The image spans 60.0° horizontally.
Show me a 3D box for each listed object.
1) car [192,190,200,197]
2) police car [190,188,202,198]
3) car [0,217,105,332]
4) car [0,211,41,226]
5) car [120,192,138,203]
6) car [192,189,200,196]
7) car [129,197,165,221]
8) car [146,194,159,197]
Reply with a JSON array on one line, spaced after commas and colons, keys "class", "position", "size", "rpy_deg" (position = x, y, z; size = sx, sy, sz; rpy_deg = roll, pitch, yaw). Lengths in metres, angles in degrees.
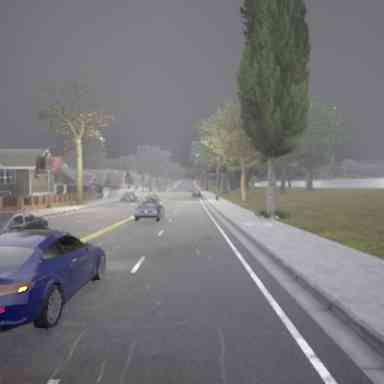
[{"class": "car", "position": [0.965, 0.215, 78.114], "size": [1.837, 1.490, 4.892], "rpy_deg": [0, 2, 0]}, {"class": "police car", "position": [0.966, 0.427, 68.225], "size": [1.930, 1.638, 5.238], "rpy_deg": [0, 2, 0]}, {"class": "car", "position": [-3.150, 1.494, 6.734], "size": [1.812, 1.442, 4.674], "rpy_deg": [0, 0, 0]}, {"class": "car", "position": [-6.600, 1.432, 11.383], "size": [2.128, 1.511, 4.902], "rpy_deg": [0, 0, 0]}, {"class": "car", "position": [-9.823, 0.796, 52.057], "size": [2.097, 1.767, 4.553], "rpy_deg": [0, 1, 0]}, {"class": "car", "position": [0.964, 0.051, 84.113], "size": [1.837, 1.490, 4.892], "rpy_deg": [0, 2, 0]}, {"class": "car", "position": [-3.153, 1.399, 25.359], "size": [2.033, 1.411, 5.357], "rpy_deg": [0, 0, 0]}, {"class": "car", "position": [-6.558, 0.942, 54.803], "size": [1.994, 1.385, 4.181], "rpy_deg": [0, 1, 1]}]
